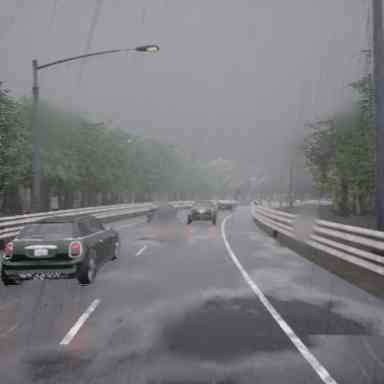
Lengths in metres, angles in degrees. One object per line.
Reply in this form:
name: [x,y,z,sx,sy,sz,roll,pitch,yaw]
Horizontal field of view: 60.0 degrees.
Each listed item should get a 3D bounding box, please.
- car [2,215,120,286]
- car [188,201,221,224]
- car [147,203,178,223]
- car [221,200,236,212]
car: [-3.581,1.460,9.980,2.097,1.767,4.553,-1,0,-1]
car: [0.936,1.488,26.013,2.097,1.767,4.553,-1,-1,7]
car: [-2.362,1.710,27.718,1.837,1.490,4.892,-1,-1,8]
car: [4.617,1.803,43.735,1.882,1.535,5.008,-1,-1,16]
